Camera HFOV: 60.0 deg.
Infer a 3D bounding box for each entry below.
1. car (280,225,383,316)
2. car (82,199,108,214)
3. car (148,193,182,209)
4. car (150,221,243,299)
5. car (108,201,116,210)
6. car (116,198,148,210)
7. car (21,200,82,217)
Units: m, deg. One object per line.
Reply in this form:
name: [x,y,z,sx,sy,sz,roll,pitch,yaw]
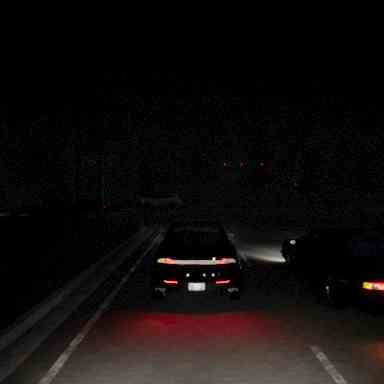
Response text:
car: [3.601,1.544,7.785,2.033,1.411,5.357,0,0,0]
car: [-11.408,1.588,33.942,4.718,1.301,1.895,0,0,1]
car: [-4.125,1.204,44.371,5.566,2.045,2.150,0,0,1]
car: [0.103,1.488,8.413,2.128,1.511,4.902,0,0,0]
car: [-11.775,1.533,37.446,5.357,1.411,2.033,0,0,1]
car: [-8.304,1.476,40.912,4.902,1.511,2.128,0,0,1]
car: [-13.104,1.480,30.458,4.902,1.511,2.128,0,0,1]
